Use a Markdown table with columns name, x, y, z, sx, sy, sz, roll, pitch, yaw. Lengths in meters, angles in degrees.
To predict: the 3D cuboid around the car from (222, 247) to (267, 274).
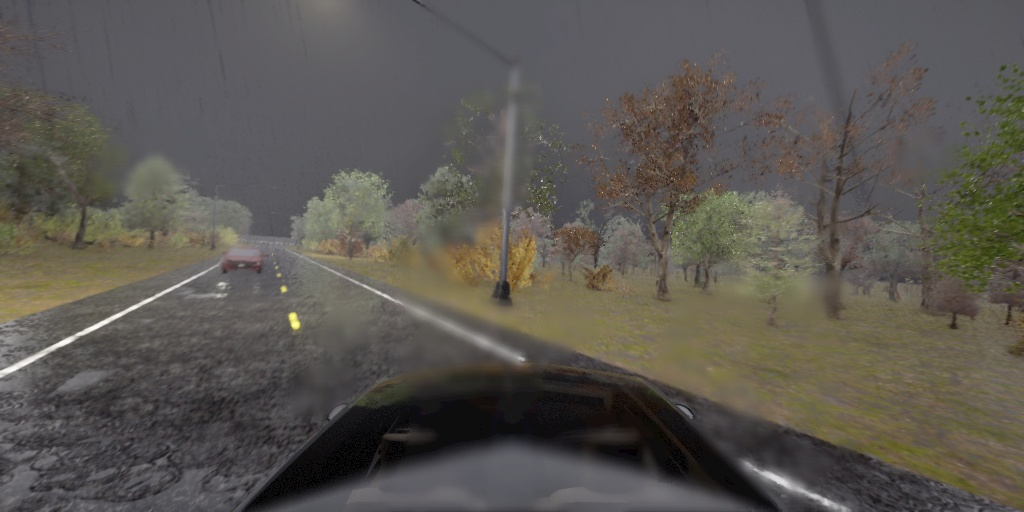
| name | x | y | z | sx | sy | sz | roll | pitch | yaw |
| --- | --- | --- | --- | --- | --- | --- | --- | --- | --- |
| car | -16.246 | 0.211 | 21.856 | 1.882 | 1.535 | 5.008 | 4 | 0 | -34 |
